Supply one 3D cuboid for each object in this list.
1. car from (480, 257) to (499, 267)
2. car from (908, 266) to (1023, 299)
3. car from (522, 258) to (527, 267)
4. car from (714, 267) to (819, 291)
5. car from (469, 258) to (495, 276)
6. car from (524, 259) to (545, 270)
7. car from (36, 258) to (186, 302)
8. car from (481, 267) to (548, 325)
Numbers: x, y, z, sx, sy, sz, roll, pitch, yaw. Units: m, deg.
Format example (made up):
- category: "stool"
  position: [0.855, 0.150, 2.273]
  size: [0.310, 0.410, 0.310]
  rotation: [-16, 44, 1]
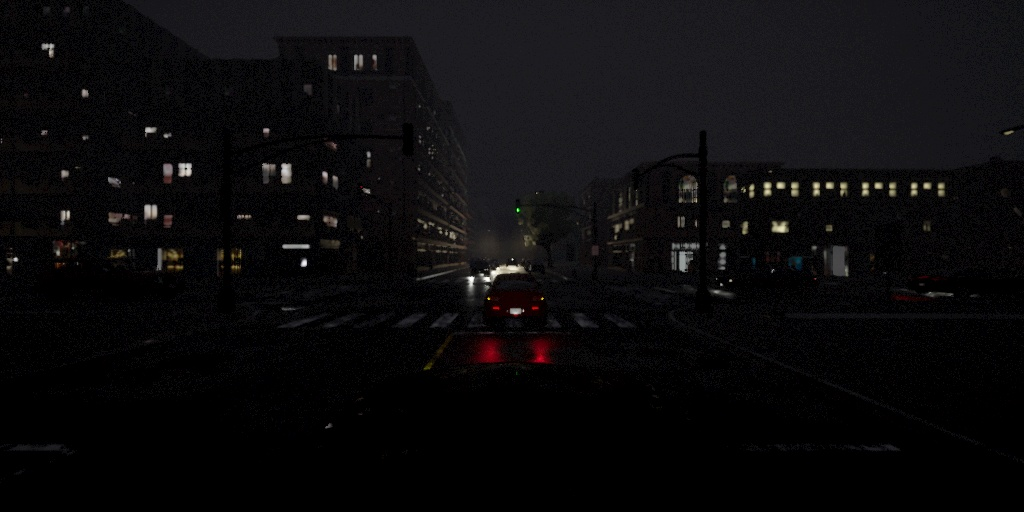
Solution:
- category: "car"
  position: [-3.089, 1.261, 47.443]
  size: [1.812, 1.442, 4.674]
  rotation: [0, 0, 0]
- category: "car"
  position: [23.517, 1.320, 18.443]
  size: [5.008, 1.535, 1.882]
  rotation: [0, 0, 0]
- category: "car"
  position: [2.680, 1.174, 44.961]
  size: [1.967, 1.591, 4.097]
  rotation: [0, 0, 0]
- category: "car"
  position: [15.227, 1.348, 21.570]
  size: [5.357, 1.411, 2.033]
  rotation: [0, 0, -1]
- category: "car"
  position: [-3.098, 1.236, 36.592]
  size: [1.837, 1.490, 4.892]
  rotation: [0, 0, 0]
- category: "car"
  position: [2.681, 1.283, 39.264]
  size: [2.007, 1.370, 4.403]
  rotation: [0, 0, 0]
- category: "car"
  position: [-17.280, 0.995, 15.540]
  size: [5.009, 1.841, 2.192]
  rotation: [0, 0, 0]
- category: "car"
  position: [0.096, 1.263, 11.650]
  size: [1.812, 1.442, 4.674]
  rotation: [0, 0, 0]
